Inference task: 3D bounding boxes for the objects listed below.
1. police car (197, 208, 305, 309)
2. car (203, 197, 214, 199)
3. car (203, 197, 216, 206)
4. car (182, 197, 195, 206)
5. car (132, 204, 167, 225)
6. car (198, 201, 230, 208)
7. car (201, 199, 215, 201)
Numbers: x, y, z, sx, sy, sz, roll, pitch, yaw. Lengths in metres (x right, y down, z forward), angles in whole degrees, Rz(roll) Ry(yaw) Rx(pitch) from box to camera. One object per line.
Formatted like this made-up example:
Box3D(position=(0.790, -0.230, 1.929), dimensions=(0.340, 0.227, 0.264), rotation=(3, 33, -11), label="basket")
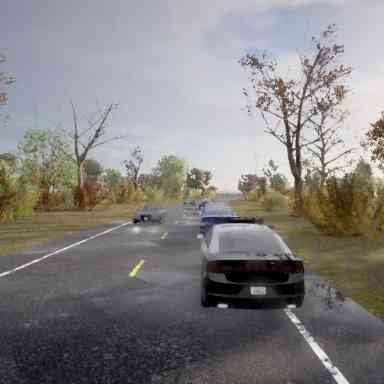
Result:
Box3D(position=(1.144, 1.427, 8.081), dimensions=(1.930, 1.638, 5.238), rotation=(0, 0, 1), label="police car")
Box3D(position=(2.041, 1.602, 46.574), dimensions=(1.812, 1.442, 4.674), rotation=(0, 0, 6), label="car")
Box3D(position=(3.202, 1.633, 60.356), dimensions=(2.128, 1.511, 4.902), rotation=(0, 0, 6), label="car")
Box3D(position=(-0.512, 1.618, 57.263), dimensions=(2.128, 1.511, 4.902), rotation=(0, 0, 6), label="car")
Box3D(position=(-2.976, 1.577, 24.041), dimensions=(1.994, 1.385, 4.181), rotation=(0, 0, 3), label="car")
Box3D(position=(1.408, 1.485, 17.923), dimensions=(1.882, 1.535, 5.008), rotation=(0, 0, 2), label="car")
Box3D(position=(1.644, 1.491, 23.892), dimensions=(1.882, 1.535, 5.008), rotation=(0, 0, 3), label="car")
